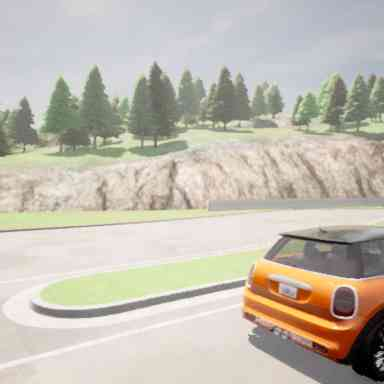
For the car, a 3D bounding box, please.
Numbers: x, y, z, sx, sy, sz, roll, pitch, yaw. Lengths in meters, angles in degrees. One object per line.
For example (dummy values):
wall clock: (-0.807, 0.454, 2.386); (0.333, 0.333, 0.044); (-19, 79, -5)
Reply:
car: (3.075, 1.355, 5.667); (4.553, 1.767, 2.097); (0, 0, -33)
